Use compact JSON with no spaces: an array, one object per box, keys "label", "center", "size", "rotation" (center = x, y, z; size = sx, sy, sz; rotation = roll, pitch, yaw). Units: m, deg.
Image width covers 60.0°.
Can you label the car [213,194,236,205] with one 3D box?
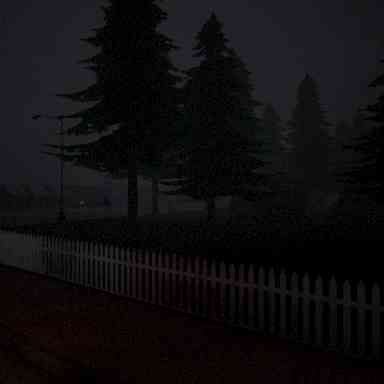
[{"label":"car","center":[5.910,1.352,60.278],"size":[2.097,1.767,4.553],"rotation":[0,0,34]}]

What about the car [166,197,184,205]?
[{"label":"car","center":[-2.656,1.371,60.130],"size":[2.097,1.767,4.553],"rotation":[0,0,34]}]

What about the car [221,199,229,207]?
[{"label":"car","center":[3.103,1.214,49.752],"size":[2.150,2.045,5.566],"rotation":[0,-1,34]}]

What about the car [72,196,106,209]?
[{"label":"car","center":[-13.618,1.352,44.186],"size":[2.097,1.767,4.553],"rotation":[0,0,34]}]

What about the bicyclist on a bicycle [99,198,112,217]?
[{"label":"bicyclist on a bicycle","center":[-7.203,1.302,27.872],"size":[1.656,1.620,0.582],"rotation":[0,0,34]}]
